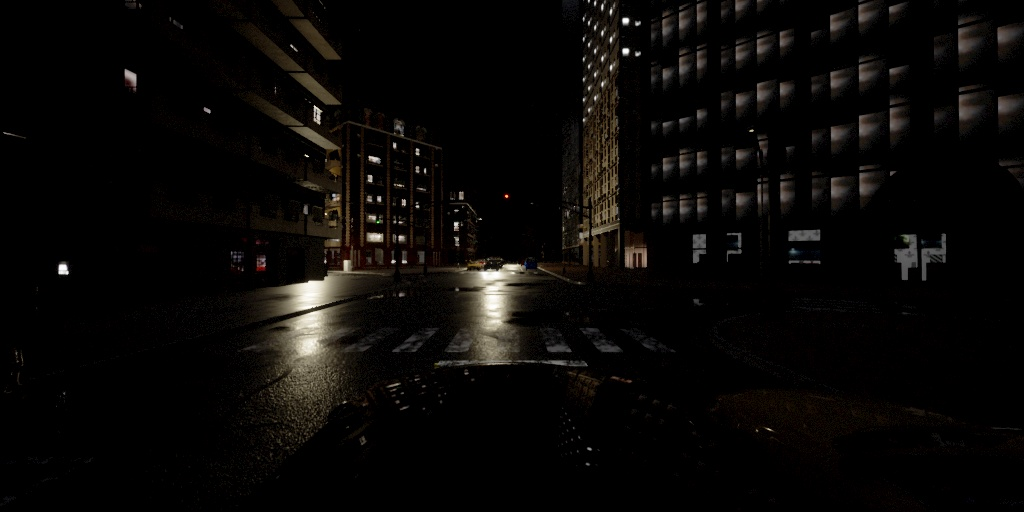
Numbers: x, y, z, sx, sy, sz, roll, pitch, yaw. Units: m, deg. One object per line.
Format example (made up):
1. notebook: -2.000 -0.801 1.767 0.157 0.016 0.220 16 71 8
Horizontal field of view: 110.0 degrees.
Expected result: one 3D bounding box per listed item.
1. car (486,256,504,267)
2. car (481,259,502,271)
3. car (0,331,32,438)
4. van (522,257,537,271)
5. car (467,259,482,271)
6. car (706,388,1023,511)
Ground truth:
1. car: -2.765 1.037 59.164 2.150 2.045 5.566 0 0 0
2. car: -2.789 1.395 49.240 1.895 1.301 4.718 0 0 0
3. car: -5.318 1.064 1.088 2.192 1.841 5.009 0 0 0
4. van: 2.625 1.137 50.077 1.690 1.789 3.998 0 0 0
5. car: -5.255 1.321 49.917 1.751 1.417 4.829 0 0 0
6. car: 2.563 1.275 1.254 1.751 1.417 4.829 0 0 0
